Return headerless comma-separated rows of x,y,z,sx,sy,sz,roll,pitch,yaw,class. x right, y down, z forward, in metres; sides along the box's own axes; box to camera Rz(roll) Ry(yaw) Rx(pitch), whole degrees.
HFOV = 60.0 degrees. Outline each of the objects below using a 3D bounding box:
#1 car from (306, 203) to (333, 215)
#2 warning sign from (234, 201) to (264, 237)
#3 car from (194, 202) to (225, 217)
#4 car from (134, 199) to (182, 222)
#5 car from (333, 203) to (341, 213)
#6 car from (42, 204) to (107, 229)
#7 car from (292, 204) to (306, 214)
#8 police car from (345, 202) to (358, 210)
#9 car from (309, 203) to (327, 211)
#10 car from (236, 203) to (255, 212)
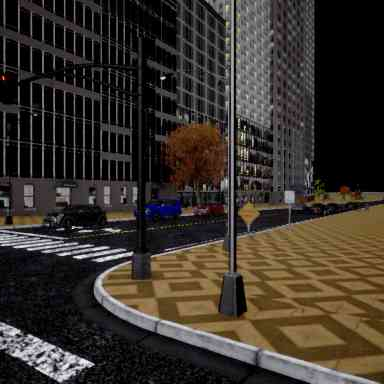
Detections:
17.765,2.399,46.272,1.837,1.490,4.892,0,-1,33,car
3.164,1.454,18.528,1.300,1.860,1.060,1,1,33,warning sign
2.129,1.995,40.378,2.097,1.767,4.553,0,-1,33,car
-3.171,1.689,32.166,2.150,2.045,5.566,0,-1,33,car
23.166,2.575,54.659,1.837,1.490,4.892,0,-1,33,car
-8.390,1.648,24.075,2.097,1.767,4.553,0,-1,33,car
16.623,2.490,50.495,2.033,1.411,5.357,0,-1,32,car
31.586,2.739,65.790,1.930,1.638,5.238,0,-1,33,police car
22.812,2.690,60.097,2.033,1.411,5.357,0,-1,33,car
7.630,2.371,48.835,2.033,1.411,5.357,0,-1,33,car
